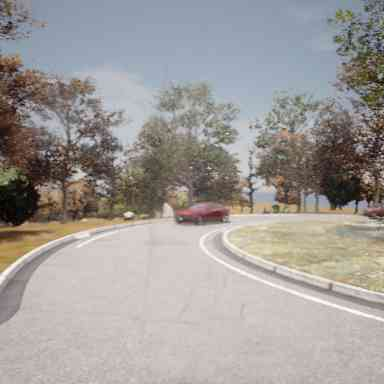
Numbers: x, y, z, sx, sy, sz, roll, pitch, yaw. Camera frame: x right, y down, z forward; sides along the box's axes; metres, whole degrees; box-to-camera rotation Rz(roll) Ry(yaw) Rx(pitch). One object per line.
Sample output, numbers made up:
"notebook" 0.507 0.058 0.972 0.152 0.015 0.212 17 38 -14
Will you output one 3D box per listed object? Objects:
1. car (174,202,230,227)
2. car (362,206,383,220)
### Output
"car" 0.781 1.495 23.507 1.882 1.535 5.008 0 -1 37
"car" 17.990 1.771 30.017 4.674 1.442 1.812 1 -1 17
